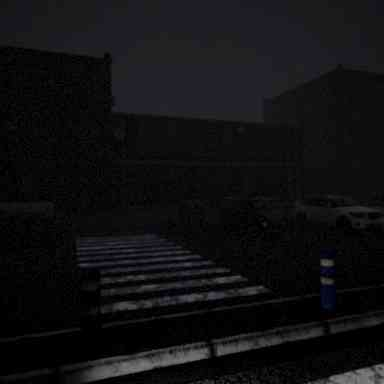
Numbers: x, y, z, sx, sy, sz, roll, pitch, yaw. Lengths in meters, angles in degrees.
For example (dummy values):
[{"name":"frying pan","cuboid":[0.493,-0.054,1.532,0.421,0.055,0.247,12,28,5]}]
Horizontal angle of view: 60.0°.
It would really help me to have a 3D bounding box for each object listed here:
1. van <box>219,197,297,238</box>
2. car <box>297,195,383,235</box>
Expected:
[{"name":"van","cuboid":[3.095,1.225,17.219,1.878,1.987,4.442,0,0,-21]},{"name":"car","cuboid":[8.204,1.188,19.287,2.435,2.045,5.566,0,0,-21]}]
